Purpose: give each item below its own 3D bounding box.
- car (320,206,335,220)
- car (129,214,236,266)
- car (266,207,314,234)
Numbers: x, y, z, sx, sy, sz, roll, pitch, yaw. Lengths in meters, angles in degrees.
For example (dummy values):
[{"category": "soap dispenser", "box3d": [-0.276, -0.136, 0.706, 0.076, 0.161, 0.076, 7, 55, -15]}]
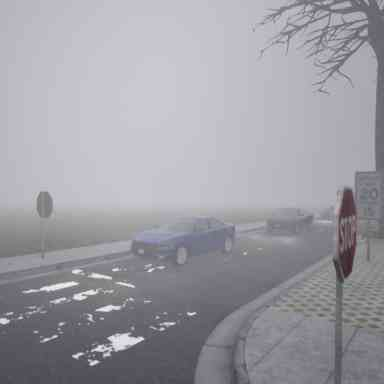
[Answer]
[{"category": "car", "box3d": [13.957, 2.055, 32.416, 1.994, 1.385, 4.181, 0, -1, 35]}, {"category": "car", "box3d": [-0.147, 1.628, 12.488, 1.882, 1.535, 5.008, 0, -1, 35]}, {"category": "car", "box3d": [6.555, 1.791, 21.964, 1.882, 1.535, 5.008, 0, -1, 35]}]
